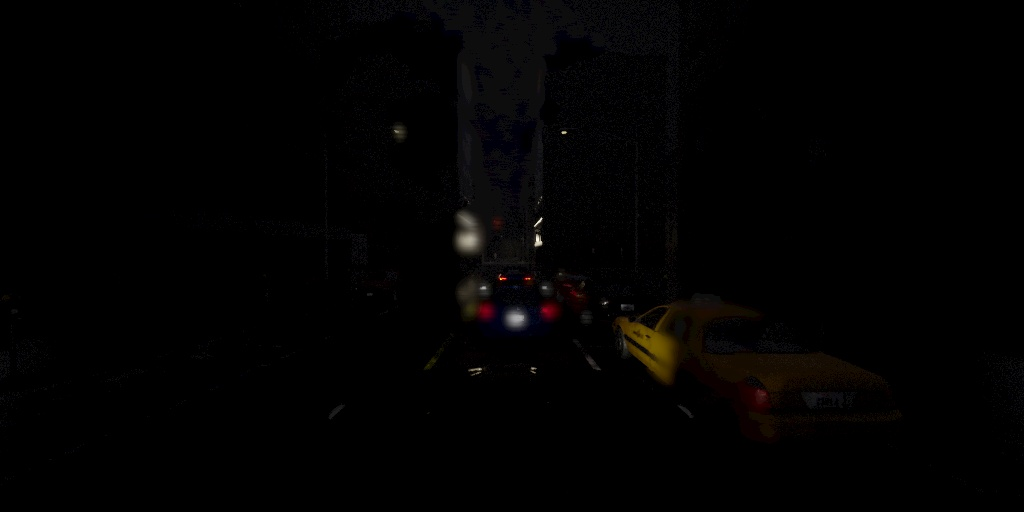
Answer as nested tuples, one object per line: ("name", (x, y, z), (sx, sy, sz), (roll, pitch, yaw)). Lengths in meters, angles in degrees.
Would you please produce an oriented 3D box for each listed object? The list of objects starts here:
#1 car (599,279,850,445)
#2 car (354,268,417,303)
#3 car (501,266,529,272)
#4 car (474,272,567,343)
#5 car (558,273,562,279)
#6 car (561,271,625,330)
("car", (2.874, 1.274, 5.549), (1.751, 1.417, 4.829), (0, 0, 0))
("car", (-5.669, 1.290, 16.549), (1.888, 1.381, 4.507), (0, 0, 0))
("car", (0.104, 1.270, 19.664), (1.812, 1.442, 4.674), (0, 0, -2))
("car", (0.101, 1.312, 9.649), (1.994, 1.385, 4.181), (0, 0, 0))
("car", (2.876, 1.327, 16.551), (1.802, 1.307, 4.207), (0, 0, 0))
("car", (2.875, 1.313, 10.965), (1.948, 1.339, 4.313), (0, 0, 0))
